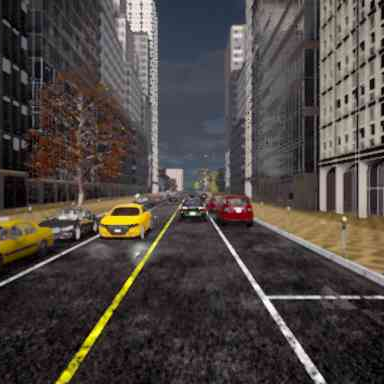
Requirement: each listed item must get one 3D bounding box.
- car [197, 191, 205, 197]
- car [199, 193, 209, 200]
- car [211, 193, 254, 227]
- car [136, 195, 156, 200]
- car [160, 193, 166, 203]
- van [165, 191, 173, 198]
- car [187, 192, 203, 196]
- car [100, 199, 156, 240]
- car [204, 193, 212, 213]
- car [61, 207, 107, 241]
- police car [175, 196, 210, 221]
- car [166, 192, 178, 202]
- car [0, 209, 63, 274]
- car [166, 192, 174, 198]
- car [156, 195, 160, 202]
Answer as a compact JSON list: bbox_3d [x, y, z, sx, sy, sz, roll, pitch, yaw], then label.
[{"bbox_3d":[2.529,0.609,95.345,1.967,1.590,4.097,0,1,0],"label":"car"},{"bbox_3d":[2.568,0.944,72.580,1.947,1.339,4.313,0,1,0],"label":"car"},{"bbox_3d":[2.657,1.140,21.350,2.192,1.841,5.009,0,0,0],"label":"car"},{"bbox_3d":[-5.754,1.234,38.426,2.008,1.369,4.403,0,0,0],"label":"car"},{"bbox_3d":[-5.783,1.115,55.501,1.802,1.307,4.206,0,1,0],"label":"car"},{"bbox_3d":[-5.832,0.617,83.960,1.690,1.788,3.998,0,1,0],"label":"van"},{"bbox_3d":[0.027,1.083,41.886,2.033,1.649,4.856,0,1,0],"label":"car"},{"bbox_3d":[-3.129,1.344,16.473,1.882,1.535,5.008,0,0,0],"label":"car"},{"bbox_3d":[2.638,1.045,32.735,2.192,1.841,5.009,0,0,0],"label":"car"},{"bbox_3d":[-5.715,1.424,15.658,2.008,1.369,4.403,0,0,0],"label":"car"},{"bbox_3d":[0.055,1.295,25.061,2.038,1.542,4.974,0,0,0],"label":"police car"},{"bbox_3d":[-3.153,1.115,57.655,1.895,1.301,4.718,0,1,0],"label":"car"},{"bbox_3d":[-5.705,1.447,9.794,1.752,1.417,4.829,0,0,0],"label":"car"},{"bbox_3d":[-5.843,0.805,89.655,1.802,1.307,4.206,0,1,0],"label":"car"},{"bbox_3d":[-5.764,1.200,44.118,1.947,1.339,4.313,0,0,0],"label":"car"}]
